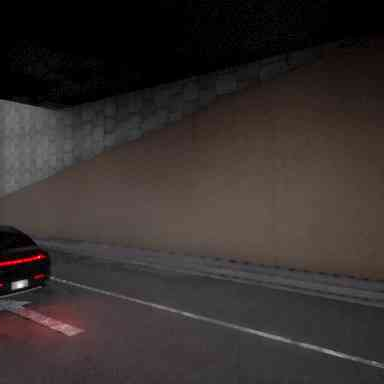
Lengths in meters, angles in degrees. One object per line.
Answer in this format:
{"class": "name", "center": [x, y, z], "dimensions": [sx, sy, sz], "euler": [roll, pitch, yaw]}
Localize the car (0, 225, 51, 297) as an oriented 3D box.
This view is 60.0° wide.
{"class": "car", "center": [-5.220, 1.505, 7.716], "dimensions": [4.892, 1.490, 1.837], "euler": [0, 0, 36]}
